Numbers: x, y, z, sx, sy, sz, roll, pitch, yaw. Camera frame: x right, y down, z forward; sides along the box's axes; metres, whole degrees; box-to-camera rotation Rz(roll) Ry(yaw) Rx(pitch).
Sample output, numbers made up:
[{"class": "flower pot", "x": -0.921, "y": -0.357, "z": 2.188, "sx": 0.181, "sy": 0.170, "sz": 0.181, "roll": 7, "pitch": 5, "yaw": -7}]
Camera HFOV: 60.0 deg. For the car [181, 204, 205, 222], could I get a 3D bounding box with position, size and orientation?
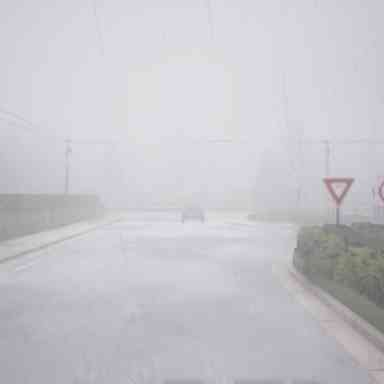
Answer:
[{"class": "car", "x": 0.066, "y": 1.751, "z": 28.876, "sx": 2.128, "sy": 1.511, "sz": 4.902, "roll": 0, "pitch": 0, "yaw": 0}]
